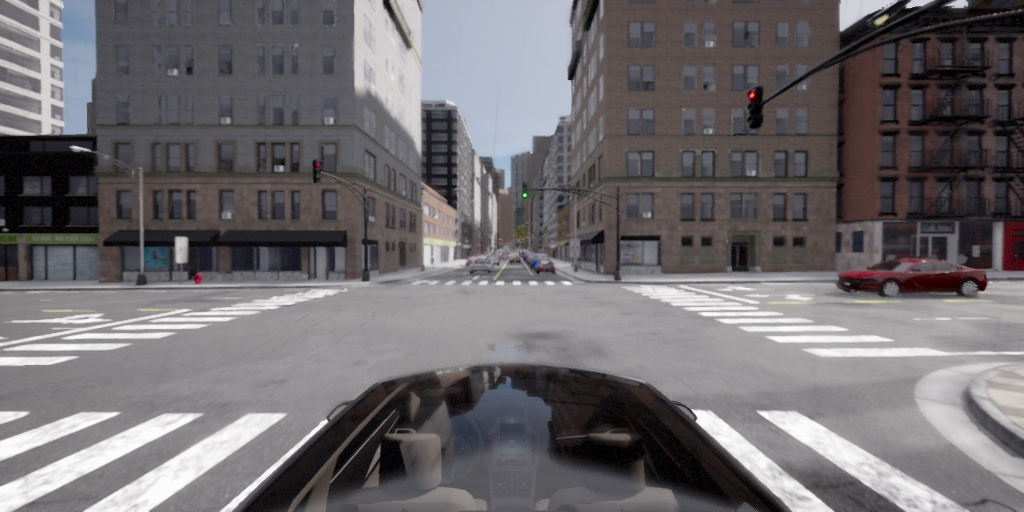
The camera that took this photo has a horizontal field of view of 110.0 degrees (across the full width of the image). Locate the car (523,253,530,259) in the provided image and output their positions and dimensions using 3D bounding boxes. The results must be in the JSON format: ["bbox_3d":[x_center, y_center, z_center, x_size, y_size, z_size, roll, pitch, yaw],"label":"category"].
[{"bbox_3d":[3.295,0.563,60.760,1.802,1.307,4.207,0,0,1],"label":"car"}]

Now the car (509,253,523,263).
[{"bbox_3d":[0.536,0.571,61.037,1.895,1.301,4.718,0,1,1],"label":"car"}]

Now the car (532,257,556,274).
[{"bbox_3d":[3.047,0.958,32.995,1.802,1.307,4.207,0,0,1],"label":"car"}]

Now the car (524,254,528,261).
[{"bbox_3d":[3.245,0.654,55.204,1.802,1.307,4.207,0,0,1],"label":"car"}]

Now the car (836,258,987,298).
[{"bbox_3d":[16.537,0.869,15.009,5.008,1.535,1.882,-1,1,0],"label":"car"}]

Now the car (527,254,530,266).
[{"bbox_3d":[3.146,0.777,44.097,1.888,1.381,4.507,0,0,1],"label":"car"}]

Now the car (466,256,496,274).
[{"bbox_3d":[-2.799,0.957,33.471,1.895,1.301,4.718,0,1,1],"label":"car"}]

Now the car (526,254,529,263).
[{"bbox_3d":[3.196,0.738,49.653,1.802,1.307,4.207,0,0,1],"label":"car"}]

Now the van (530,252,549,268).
[{"bbox_3d":[3.096,0.645,38.547,1.690,1.789,3.998,0,0,1],"label":"van"}]

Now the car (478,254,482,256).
[{"bbox_3d":[-5.329,0.717,49.732,1.802,1.307,4.207,0,0,1],"label":"car"}]

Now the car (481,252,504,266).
[{"bbox_3d":[-2.632,0.633,49.701,2.128,1.511,4.902,0,1,1],"label":"car"}]
